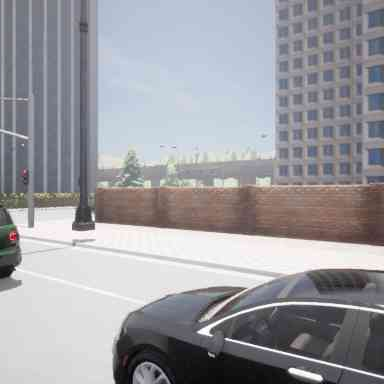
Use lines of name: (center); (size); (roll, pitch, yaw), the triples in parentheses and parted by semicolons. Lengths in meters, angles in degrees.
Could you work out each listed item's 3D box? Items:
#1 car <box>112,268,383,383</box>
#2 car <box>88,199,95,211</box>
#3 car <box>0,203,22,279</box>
car: (1.343, 1.505, 3.035); (4.892, 1.490, 1.837); (0, 0, 36)
car: (-9.576, 1.491, 36.073); (2.128, 1.511, 4.902); (0, 0, 35)
car: (-6.735, 1.221, 8.778); (5.566, 2.045, 2.150); (0, 0, 35)
